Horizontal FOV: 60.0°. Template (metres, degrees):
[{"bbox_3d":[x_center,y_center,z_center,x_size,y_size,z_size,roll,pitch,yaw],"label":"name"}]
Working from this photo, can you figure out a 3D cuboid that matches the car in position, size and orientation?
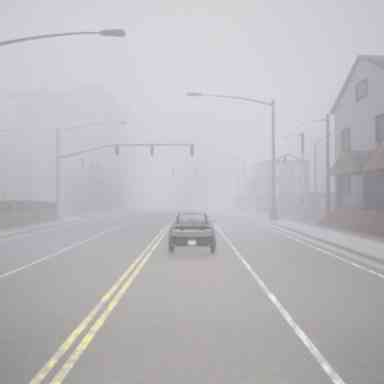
[{"bbox_3d":[0.008,1.627,14.291,2.128,1.511,4.902,0,0,0],"label":"car"}]
